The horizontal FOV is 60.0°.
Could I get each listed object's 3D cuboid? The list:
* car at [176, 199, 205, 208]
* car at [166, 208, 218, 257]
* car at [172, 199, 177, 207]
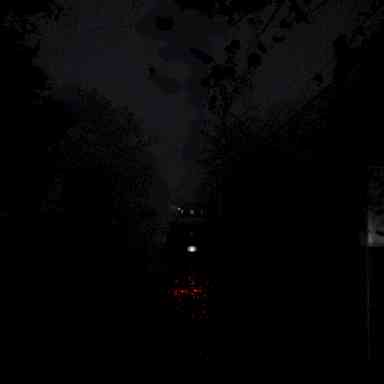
[{"bbox_3d":[0.007,1.650,28.443,2.097,1.767,4.553,0,-1,0],"label":"car"},{"bbox_3d":[0.018,1.650,13.497,1.837,1.490,4.892,0,0,0],"label":"car"},{"bbox_3d":[-2.947,2.219,65.351,2.128,1.511,4.902,0,-1,0],"label":"car"}]
